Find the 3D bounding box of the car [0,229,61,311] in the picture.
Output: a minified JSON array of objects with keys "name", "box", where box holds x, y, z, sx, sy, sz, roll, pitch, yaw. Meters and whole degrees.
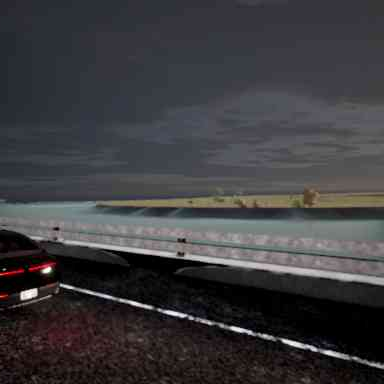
[{"name":"car","box":[-4.878,1.578,7.324,4.892,1.490,1.837,0,0,35]}]
